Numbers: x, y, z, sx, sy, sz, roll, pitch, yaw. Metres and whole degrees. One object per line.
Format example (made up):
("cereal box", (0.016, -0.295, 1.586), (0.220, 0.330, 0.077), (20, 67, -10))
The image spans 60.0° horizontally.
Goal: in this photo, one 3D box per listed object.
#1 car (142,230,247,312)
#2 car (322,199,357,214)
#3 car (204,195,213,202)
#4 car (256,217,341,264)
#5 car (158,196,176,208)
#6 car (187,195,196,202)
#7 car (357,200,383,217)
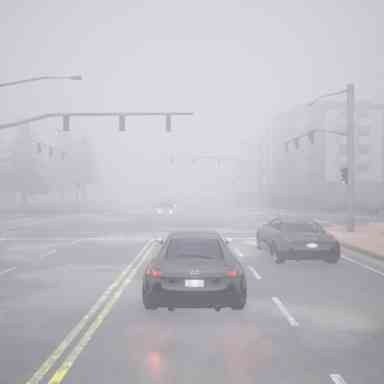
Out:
("car", (0.055, 1.564, 7.819), (1.994, 1.385, 4.181), (0, 0, 0))
("car", (16.023, 1.491, 34.414), (4.902, 1.511, 2.128), (0, 0, -2))
("car", (3.459, 1.363, 71.343), (2.128, 1.511, 4.902), (0, 0, 0))
("car", (3.575, 1.564, 11.904), (1.994, 1.385, 4.181), (0, 0, 0))
("car", (-3.610, 1.526, 47.134), (1.812, 1.442, 4.674), (0, 0, 0))
("car", (-0.041, 1.392, 71.327), (1.994, 1.385, 4.181), (0, 0, 0))
("car", (18.542, 1.504, 31.002), (4.892, 1.490, 1.837), (0, 0, -2))
